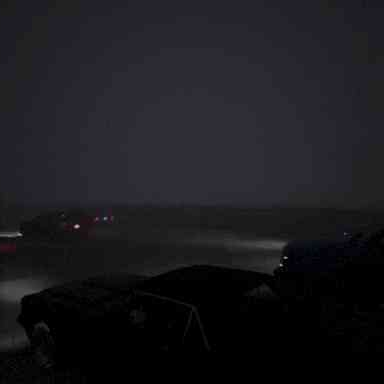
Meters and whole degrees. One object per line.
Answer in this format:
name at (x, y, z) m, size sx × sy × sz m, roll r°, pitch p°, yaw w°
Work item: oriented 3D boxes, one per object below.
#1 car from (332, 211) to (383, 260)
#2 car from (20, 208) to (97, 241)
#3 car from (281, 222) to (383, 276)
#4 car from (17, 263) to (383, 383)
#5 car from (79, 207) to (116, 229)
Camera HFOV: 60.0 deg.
car at (7.673, 1.496, 11.419) m, size 4.902 × 1.511 × 2.128 m, roll -1°, pitch 0°, yaw 35°
car at (-7.416, 1.728, 17.878) m, size 4.181 × 1.385 × 1.994 m, roll -1°, pitch 0°, yaw 35°
car at (4.162, 1.217, 5.323) m, size 5.566 × 2.045 × 2.150 m, roll -1°, pitch -1°, yaw 35°
car at (-0.132, 1.625, 4.086) m, size 4.718 × 1.301 × 1.895 m, roll -1°, pitch 0°, yaw 36°
car at (-7.455, 1.737, 22.205) m, size 5.357 × 1.411 × 2.033 m, roll -1°, pitch 0°, yaw 35°
